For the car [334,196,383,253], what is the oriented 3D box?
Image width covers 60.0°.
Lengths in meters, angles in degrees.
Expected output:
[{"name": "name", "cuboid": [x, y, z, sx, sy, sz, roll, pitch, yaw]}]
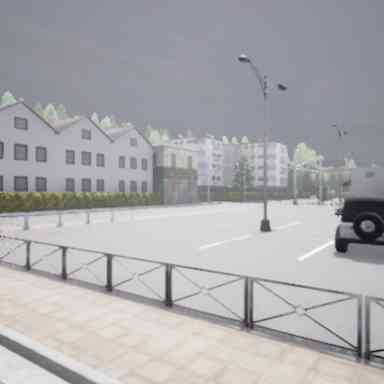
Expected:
[{"name": "car", "cuboid": [6.202, 1.073, 11.453, 1.905, 1.878, 3.866, 0, 0, 35]}]

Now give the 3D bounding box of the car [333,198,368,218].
[{"name": "car", "cuboid": [13.495, 1.283, 28.181, 2.007, 1.523, 4.514, 0, 0, 35]}]
